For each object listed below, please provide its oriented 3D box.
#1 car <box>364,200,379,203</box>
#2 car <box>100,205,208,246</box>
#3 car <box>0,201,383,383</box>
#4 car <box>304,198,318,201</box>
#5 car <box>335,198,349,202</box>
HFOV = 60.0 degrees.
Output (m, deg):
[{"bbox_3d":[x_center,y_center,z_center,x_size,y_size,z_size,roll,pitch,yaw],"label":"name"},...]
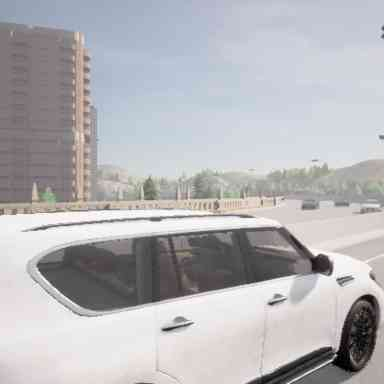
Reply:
[{"bbox_3d":[19.101,1.561,35.423,1.812,1.442,4.674,0,0,31],"label":"car"},{"bbox_3d":[-1.740,1.499,16.263,4.902,1.511,2.128,0,0,-41],"label":"car"},{"bbox_3d":[0.085,1.223,3.905,5.566,2.045,2.150,0,0,-38],"label":"car"},{"bbox_3d":[15.283,1.542,42.759,1.837,1.490,4.892,0,0,28],"label":"car"},{"bbox_3d":[22.980,1.611,50.877,1.994,1.385,4.181,0,0,22],"label":"car"}]
